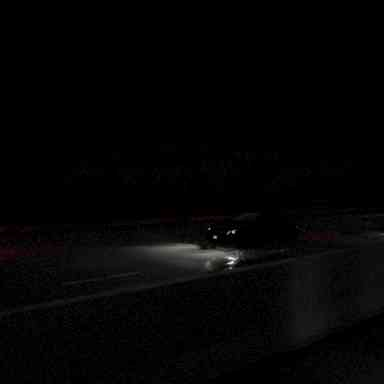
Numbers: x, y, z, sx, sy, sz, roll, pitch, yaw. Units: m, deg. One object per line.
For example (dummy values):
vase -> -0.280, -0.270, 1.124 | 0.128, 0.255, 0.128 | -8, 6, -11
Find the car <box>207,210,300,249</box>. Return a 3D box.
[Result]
car -> 2.815, 1.520, 14.603 | 4.674, 1.442, 1.812 | 0, 0, -36
